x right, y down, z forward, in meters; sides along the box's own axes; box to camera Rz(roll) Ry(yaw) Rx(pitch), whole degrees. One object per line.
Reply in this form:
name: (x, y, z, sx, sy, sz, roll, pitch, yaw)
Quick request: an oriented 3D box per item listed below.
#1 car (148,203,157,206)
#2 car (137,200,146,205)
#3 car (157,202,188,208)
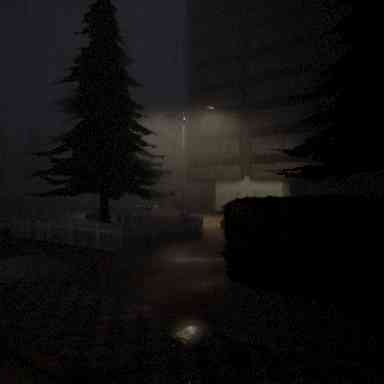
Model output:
car: (-5.335, 1.628, 58.035, 1.812, 1.442, 4.674, 0, 0, 36)
car: (-7.918, 1.620, 60.436, 1.837, 1.490, 4.892, 0, -1, 36)
car: (-2.635, 1.692, 49.714, 1.895, 1.301, 4.718, 0, 0, 35)
